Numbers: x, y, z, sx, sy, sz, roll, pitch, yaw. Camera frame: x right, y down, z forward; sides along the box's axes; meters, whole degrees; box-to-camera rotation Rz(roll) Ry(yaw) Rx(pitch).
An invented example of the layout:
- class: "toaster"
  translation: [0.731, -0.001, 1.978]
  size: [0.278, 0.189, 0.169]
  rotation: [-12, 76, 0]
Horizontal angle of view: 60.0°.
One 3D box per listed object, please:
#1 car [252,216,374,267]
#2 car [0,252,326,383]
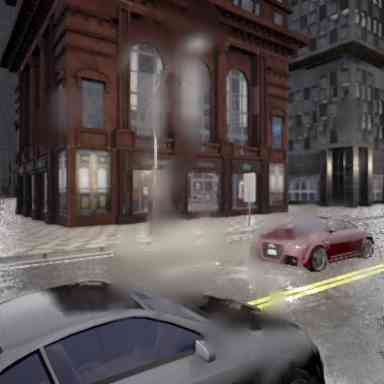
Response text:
- class: "car"
  translation: [3.856, 1.460, 10.417]
  size: [4.181, 1.385, 1.994]
  rotation: [-1, 0, -35]
- class: "car"
  translation: [-0.711, 1.552, 2.939]
  size: [4.181, 1.385, 1.994]
  rotation: [-1, 0, -35]
